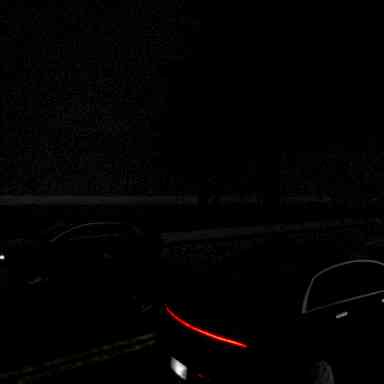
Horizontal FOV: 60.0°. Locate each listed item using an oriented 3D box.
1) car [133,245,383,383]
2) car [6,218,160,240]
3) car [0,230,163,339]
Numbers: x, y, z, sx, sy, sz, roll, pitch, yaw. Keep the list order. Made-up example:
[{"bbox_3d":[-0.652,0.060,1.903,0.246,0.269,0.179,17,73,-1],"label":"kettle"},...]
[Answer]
[{"bbox_3d":[1.836,1.534,4.759,4.892,1.490,1.837,0,0,-36],"label":"car"},{"bbox_3d":[-3.141,1.511,9.432,4.902,1.511,2.128,0,0,-36],"label":"car"},{"bbox_3d":[-2.469,1.610,5.917,4.718,1.301,1.895,0,0,-36],"label":"car"}]
